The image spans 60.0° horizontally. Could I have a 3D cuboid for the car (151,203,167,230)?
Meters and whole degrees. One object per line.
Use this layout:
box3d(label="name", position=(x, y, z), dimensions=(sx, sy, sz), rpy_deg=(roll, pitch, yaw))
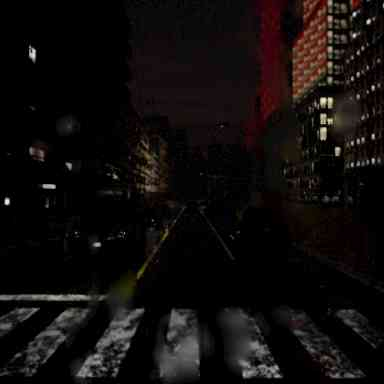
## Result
box3d(label="car", position=(-3.118, 1.810, 23.884), dimensions=(1.837, 1.490, 4.892), rpy_deg=(0, -1, 0))

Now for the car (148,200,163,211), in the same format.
box3d(label="car", position=(-5.750, 2.160, 52.882), dimensions=(1.967, 1.590, 4.097), rpy_deg=(0, -1, 0))

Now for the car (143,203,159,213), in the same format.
box3d(label="car", position=(-5.743, 2.220, 47.354), dimensions=(1.802, 1.307, 4.206), rpy_deg=(0, -1, 0))

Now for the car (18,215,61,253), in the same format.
box3d(label="car", position=(-5.705, 1.707, 14.198), dimensions=(2.008, 1.369, 4.403), rpy_deg=(0, -1, 0))

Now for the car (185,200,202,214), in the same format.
box3d(label="car", position=(0.040, 2.136, 43.810), dimensions=(1.812, 1.442, 4.674), rpy_deg=(0, -1, 0))

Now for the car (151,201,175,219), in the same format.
box3d(label="car", position=(-3.102, 1.979, 34.101), dimensions=(1.812, 1.442, 4.674), rpy_deg=(0, -1, 0))

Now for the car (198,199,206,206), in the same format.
box3d(label="car", position=(2.592, 2.708, 86.046), dimensions=(1.967, 1.590, 4.097), rpy_deg=(0, -1, 0))

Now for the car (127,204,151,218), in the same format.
box3d(label="car", position=(-5.731, 2.019, 36.301), dimensions=(1.887, 1.381, 4.507), rpy_deg=(0, -1, 0))

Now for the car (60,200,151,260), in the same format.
box3d(label="car", position=(-3.132, 1.379, 13.491), dimensions=(2.150, 2.045, 5.566), rpy_deg=(0, -1, -1))

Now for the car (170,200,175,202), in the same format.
box3d(label="car", position=(-5.788, 2.776, 86.036), dimensions=(1.887, 1.381, 4.507), rpy_deg=(0, -1, 0))

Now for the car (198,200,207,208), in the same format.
box3d(label="car", position=(2.278, 2.557, 72.464), dimensions=(1.837, 1.490, 4.892), rpy_deg=(0, -1, 0))

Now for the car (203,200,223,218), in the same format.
box3d(label="car", position=(2.649, 1.826, 36.314), dimensions=(2.192, 1.841, 5.009), rpy_deg=(0, -1, 0))

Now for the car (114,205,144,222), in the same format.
box3d(label="car", position=(-5.724, 1.944, 30.776), dimensions=(2.008, 1.369, 4.403), rpy_deg=(0, -1, 0))

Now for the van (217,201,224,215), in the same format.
box3d(label="van", position=(2.668, 1.611, 19.735), dimensions=(1.690, 1.788, 3.998), rpy_deg=(0, -1, 0))

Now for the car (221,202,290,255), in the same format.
box3d(label="car", position=(2.675, 1.508, 14.210), dimensions=(2.192, 1.841, 5.009), rpy_deg=(0, -1, 0))

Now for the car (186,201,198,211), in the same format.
box3d(label="car", position=(-0.056, 2.263, 53.775), dimensions=(1.837, 1.490, 4.892), rpy_deg=(0, -1, 0))
